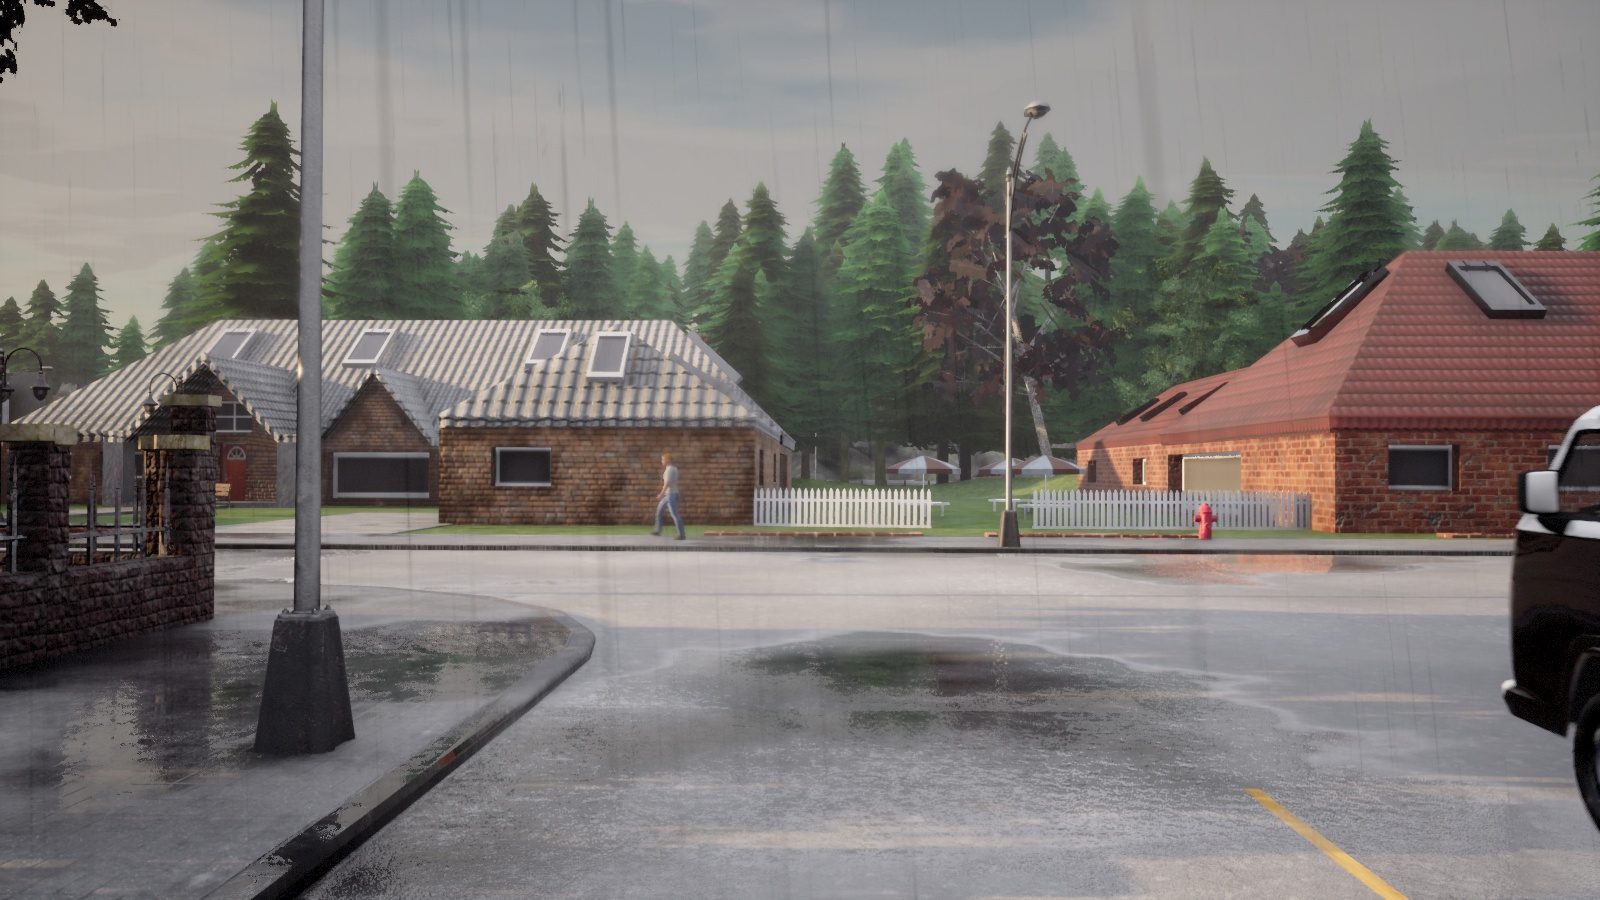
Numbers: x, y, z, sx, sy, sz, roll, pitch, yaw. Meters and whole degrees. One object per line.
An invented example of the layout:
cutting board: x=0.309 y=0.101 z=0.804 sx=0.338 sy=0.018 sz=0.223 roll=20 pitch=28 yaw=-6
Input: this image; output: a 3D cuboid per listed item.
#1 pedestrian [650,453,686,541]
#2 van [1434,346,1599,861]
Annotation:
pedestrian: x=-2.770 y=0.974 z=26.298 sx=0.706 sy=1.836 sz=0.354 roll=0 pitch=-1 yaw=1
van: x=4.176 y=0.589 z=4.037 sx=2.069 sy=2.038 sz=4.480 roll=0 pitch=-1 yaw=1
